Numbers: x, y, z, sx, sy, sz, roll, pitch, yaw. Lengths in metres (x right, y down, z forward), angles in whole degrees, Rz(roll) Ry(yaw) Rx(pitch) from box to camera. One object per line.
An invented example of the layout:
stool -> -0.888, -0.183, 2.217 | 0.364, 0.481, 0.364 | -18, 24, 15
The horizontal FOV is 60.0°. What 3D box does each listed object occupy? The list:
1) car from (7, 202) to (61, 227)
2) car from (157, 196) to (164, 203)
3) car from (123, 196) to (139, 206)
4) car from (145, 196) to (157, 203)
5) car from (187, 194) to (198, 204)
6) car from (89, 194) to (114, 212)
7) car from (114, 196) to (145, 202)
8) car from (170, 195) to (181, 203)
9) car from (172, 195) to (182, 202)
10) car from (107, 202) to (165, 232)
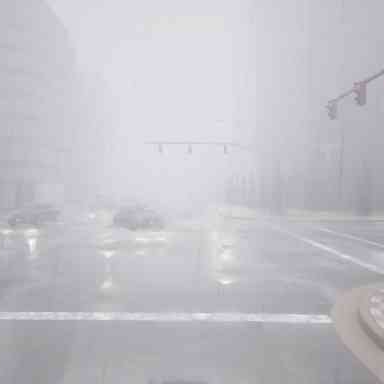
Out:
car -> -10.568, 1.463, 22.615 | 1.837, 1.490, 4.892 | 0, 0, 0
car -> -6.899, 1.562, 68.906 | 1.994, 1.385, 4.181 | 0, 0, 0
car -> -10.500, 1.478, 57.350 | 1.882, 1.535, 5.008 | 0, 0, 0
car -> -7.012, 1.525, 52.285 | 1.812, 1.442, 4.674 | 0, 0, 0
car -> 0.097, 1.547, 66.143 | 2.033, 1.411, 5.357 | 0, 0, 0
car -> -10.542, 1.222, 39.729 | 2.150, 2.045, 5.566 | 0, 0, 0
car -> -7.044, 1.354, 38.125 | 2.097, 1.767, 4.553 | 0, 0, 0
car -> -3.402, 1.505, 66.718 | 1.837, 1.490, 4.892 | 0, 0, 0
car -> -3.388, 1.494, 76.045 | 2.128, 1.511, 4.902 | 0, 0, 0
car -> -3.288, 1.525, 20.034 | 1.994, 1.385, 4.181 | 0, 0, -33
